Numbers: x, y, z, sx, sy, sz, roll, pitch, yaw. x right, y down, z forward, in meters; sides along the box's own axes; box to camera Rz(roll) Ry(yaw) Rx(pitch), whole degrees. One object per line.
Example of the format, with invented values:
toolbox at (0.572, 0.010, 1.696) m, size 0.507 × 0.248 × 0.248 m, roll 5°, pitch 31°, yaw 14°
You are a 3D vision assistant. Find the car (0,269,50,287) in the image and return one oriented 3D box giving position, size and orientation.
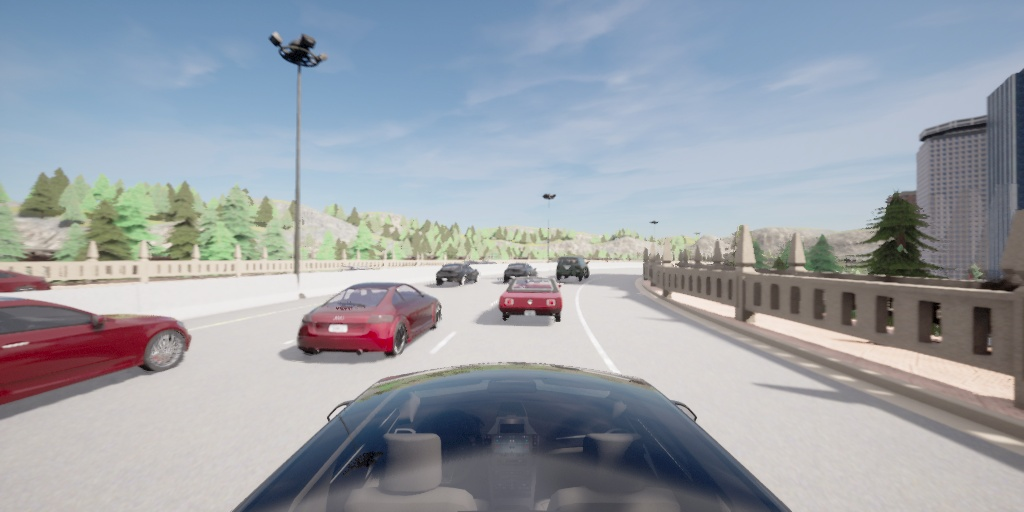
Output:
car at (-20.385, 1.168, 13.081) m, size 1.812 × 1.442 × 4.674 m, roll 0°, pitch 0°, yaw 6°

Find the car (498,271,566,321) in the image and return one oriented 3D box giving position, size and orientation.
car at (0.791, 1.369, 12.555) m, size 1.895 × 1.301 × 4.718 m, roll 0°, pitch 0°, yaw 7°

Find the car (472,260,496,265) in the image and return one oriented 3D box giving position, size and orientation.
car at (-4.018, 1.420, 52.773) m, size 2.128 × 1.511 × 4.902 m, roll 0°, pitch -1°, yaw 29°

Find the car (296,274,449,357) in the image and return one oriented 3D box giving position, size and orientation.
car at (-3.062, 1.302, 8.577) m, size 1.994 × 1.385 × 4.181 m, roll 0°, pitch 0°, yaw 4°

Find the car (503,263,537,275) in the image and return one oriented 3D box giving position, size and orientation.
car at (0.745, 1.319, 28.433) m, size 1.837 × 1.490 × 4.892 m, roll 0°, pitch 0°, yaw 17°

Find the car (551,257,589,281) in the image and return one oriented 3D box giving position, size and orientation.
car at (5.353, 1.069, 31.286) m, size 2.150 × 2.045 × 5.566 m, roll 0°, pitch 0°, yaw 20°

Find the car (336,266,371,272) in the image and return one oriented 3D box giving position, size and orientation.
car at (-11.298, 1.341, 25.012) m, size 1.895 × 1.301 × 4.718 m, roll 0°, pitch 0°, yaw 14°

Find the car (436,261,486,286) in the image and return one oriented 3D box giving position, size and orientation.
car at (-3.732, 1.286, 25.507) m, size 1.837 × 1.490 × 4.892 m, roll 0°, pitch 0°, yaw 15°

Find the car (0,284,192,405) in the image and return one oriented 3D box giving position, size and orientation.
car at (-6.778, 1.233, 4.560) m, size 1.812 × 1.442 × 4.674 m, roll 0°, pitch 0°, yaw 1°
